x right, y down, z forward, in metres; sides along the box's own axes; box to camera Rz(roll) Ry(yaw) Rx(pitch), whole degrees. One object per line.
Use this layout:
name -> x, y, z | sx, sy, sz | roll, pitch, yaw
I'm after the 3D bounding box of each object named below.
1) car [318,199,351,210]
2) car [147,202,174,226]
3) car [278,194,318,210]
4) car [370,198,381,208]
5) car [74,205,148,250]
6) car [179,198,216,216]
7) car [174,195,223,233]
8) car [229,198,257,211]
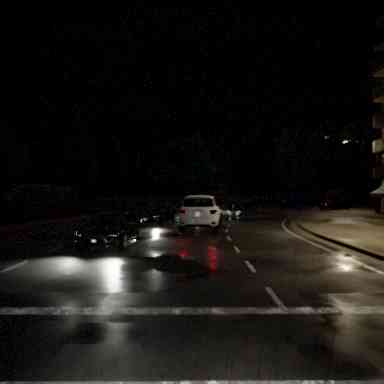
car -> 18.217, 1.567, 42.768 | 5.357, 1.411, 2.033 | 0, 0, -34
car -> -2.410, 1.474, 23.380 | 1.837, 1.490, 4.892 | 0, 0, 13
car -> 13.683, 1.232, 43.710 | 5.566, 2.045, 2.150 | 0, 0, -39
car -> 27.715, 1.548, 47.227 | 4.892, 1.490, 1.837 | 0, 0, -15
car -> -3.347, 1.471, 14.144 | 1.837, 1.490, 4.892 | 0, 0, 3
car -> 0.678, 1.454, 32.907 | 1.882, 1.535, 5.008 | 0, 0, 23
car -> 0.598, 1.197, 19.714 | 2.150, 2.045, 5.566 | 0, 0, 7
car -> 6.396, 1.482, 41.537 | 2.128, 1.511, 4.902 | 0, 0, 38
